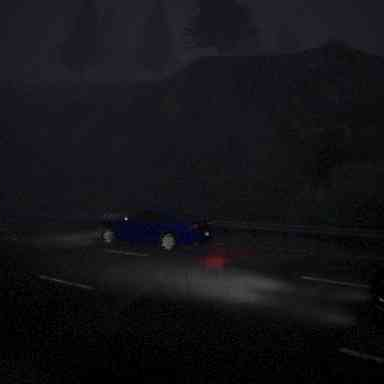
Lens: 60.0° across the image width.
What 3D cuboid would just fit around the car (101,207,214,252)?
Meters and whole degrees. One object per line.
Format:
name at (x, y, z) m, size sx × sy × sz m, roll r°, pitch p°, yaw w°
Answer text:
car at (-1.529, 1.367, 13.455) m, size 5.008 × 1.535 × 1.882 m, roll 0°, pitch 0°, yaw 33°

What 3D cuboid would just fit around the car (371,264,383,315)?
car at (5.228, 1.409, 4.530) m, size 4.902 × 1.511 × 2.128 m, roll 0°, pitch 1°, yaw 36°
